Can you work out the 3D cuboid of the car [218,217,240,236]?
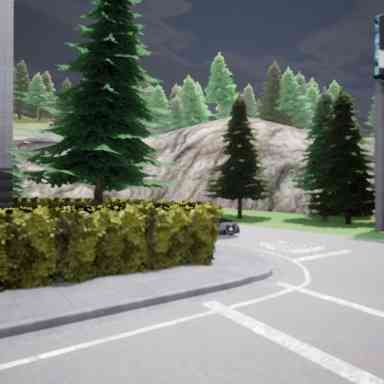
[{"bbox_3d":[0.748,1.813,19.332,1.994,1.385,4.181,0,0,-43],"label":"car"}]

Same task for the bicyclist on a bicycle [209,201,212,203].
[{"bbox_3d":[1.714,1.610,28.838,0.582,1.620,1.656,3,4,42],"label":"bicyclist on a bicycle"}]
